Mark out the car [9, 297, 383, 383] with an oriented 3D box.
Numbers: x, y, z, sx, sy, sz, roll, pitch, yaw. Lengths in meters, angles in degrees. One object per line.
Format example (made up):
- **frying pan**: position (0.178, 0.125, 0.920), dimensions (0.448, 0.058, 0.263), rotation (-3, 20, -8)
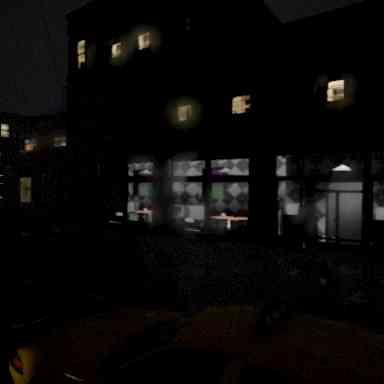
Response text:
- **car**: position (0.368, 1.518, 2.600), dimensions (4.829, 1.417, 1.752), rotation (0, 1, 36)
